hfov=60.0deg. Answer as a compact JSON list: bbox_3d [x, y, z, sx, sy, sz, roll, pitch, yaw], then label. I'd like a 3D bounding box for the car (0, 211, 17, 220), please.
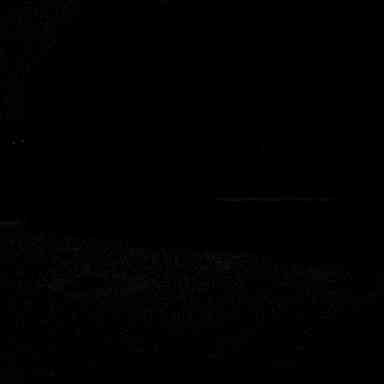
[{"bbox_3d":[-18.278,1.873,29.619,1.752,1.417,4.829,-1,-1,35],"label":"car"}]
